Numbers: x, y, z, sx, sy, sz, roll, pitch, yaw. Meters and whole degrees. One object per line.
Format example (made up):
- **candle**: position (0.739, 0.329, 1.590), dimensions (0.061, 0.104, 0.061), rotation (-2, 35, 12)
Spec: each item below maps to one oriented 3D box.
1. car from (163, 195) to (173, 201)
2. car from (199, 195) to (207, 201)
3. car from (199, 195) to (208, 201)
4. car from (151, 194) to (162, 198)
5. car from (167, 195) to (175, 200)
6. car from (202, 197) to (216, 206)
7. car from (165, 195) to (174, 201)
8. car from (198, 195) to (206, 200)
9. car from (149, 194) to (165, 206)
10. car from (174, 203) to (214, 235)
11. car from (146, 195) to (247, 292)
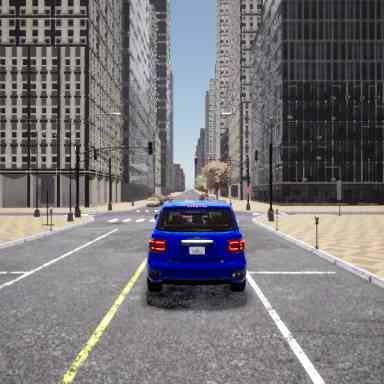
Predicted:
- **car**: position (-5.676, 1.460, 78.640), dimensions (1.887, 1.381, 4.507), rotation (0, 0, 0)
- **car**: position (2.705, 1.446, 84.308), dimensions (1.887, 1.381, 4.507), rotation (0, 0, 0)
- **car**: position (2.704, 1.440, 78.804), dimensions (1.752, 1.417, 4.829), rotation (0, 0, 0)
- **car**: position (-5.810, 1.499, 50.090), dimensions (1.752, 1.417, 4.829), rotation (0, 0, 0)
- **car**: position (-5.674, 1.436, 89.991), dimensions (2.008, 1.369, 4.403), rotation (0, 0, 0)
- **car**: position (2.800, 1.515, 55.936), dimensions (2.008, 1.369, 4.403), rotation (0, 0, 0)
- **car**: position (-5.675, 1.452, 84.315), dimensions (2.008, 1.369, 4.403), rotation (0, 0, 0)
- **car**: position (2.706, 1.436, 89.983), dimensions (2.008, 1.369, 4.403), rotation (0, 0, 0)
- **car**: position (-5.778, 1.279, 55.938), dimensions (2.192, 1.841, 5.009), rotation (0, 0, 0)
- **car**: position (0.098, 1.491, 19.817), dimensions (2.128, 1.511, 4.902), rotation (0, 0, 0)
- **car**: position (0.099, 1.223, 9.088), dimensions (2.150, 2.045, 5.566), rotation (0, 0, 0)
